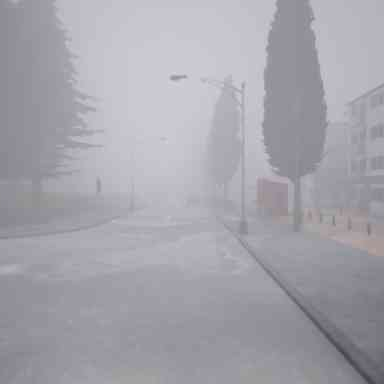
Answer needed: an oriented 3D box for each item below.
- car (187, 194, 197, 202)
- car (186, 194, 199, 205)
[{"bbox_3d":[0.072,1.114,64.533,1.882,1.535,5.008,0,0,0],"label":"car"},{"bbox_3d":[0.134,1.275,51.208,1.994,1.385,4.181,0,0,0],"label":"car"}]
